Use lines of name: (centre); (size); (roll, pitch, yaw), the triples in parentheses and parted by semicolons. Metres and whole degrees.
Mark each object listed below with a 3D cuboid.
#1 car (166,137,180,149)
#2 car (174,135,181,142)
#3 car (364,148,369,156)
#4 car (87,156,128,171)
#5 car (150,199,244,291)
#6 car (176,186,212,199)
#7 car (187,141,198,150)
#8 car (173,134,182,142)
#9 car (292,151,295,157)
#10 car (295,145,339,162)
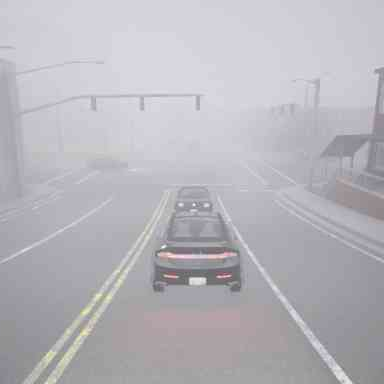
car: (-3.542, -8.503, 59.351); (1.837, 1.490, 4.892); (0, 12, 0)
car: (-3.468, -10.615, 69.174); (1.994, 1.385, 4.181); (0, 12, 0)
car: (26.316, -5.607, 44.852); (5.566, 2.045, 2.150); (0, 12, 0)
car: (-8.759, -2.999, 34.604); (4.181, 1.385, 1.994); (0, 12, 0)
car: (0.103, 1.221, 8.333); (2.128, 1.511, 4.902); (0, 4, 0)
car: (0.093, 0.329, 18.037); (1.895, 1.301, 4.718); (0, 8, 0)
car: (0.100, -8.268, 58.552); (1.994, 1.385, 4.181); (0, 12, 0)
car: (-3.463, -12.831, 79.005); (1.837, 1.490, 4.892); (0, 12, 0)
car: (15.989, -5.487, 44.917); (4.553, 1.767, 2.097); (0, 12, 0)
car: (15.822, -4.735, 41.500); (4.553, 1.767, 2.097); (0, 12, 0)
